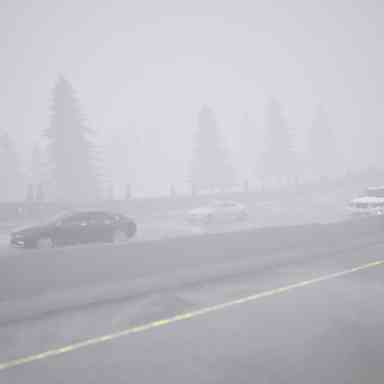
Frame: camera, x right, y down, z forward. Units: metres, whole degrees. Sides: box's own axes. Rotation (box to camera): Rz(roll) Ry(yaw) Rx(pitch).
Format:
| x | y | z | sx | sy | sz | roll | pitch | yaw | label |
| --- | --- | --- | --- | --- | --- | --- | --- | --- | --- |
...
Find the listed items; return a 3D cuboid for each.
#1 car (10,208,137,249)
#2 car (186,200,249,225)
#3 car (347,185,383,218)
| x | y | z | sx | sy | sz | roll | pitch | yaw | label |
| --- | --- | --- | --- | --- | --- | --- | --- | --- | --- |
| -4.646 | 1.461 | 13.571 | 4.892 | 1.490 | 1.837 | -1 | 0 | -35 | car |
| 1.780 | 1.311 | 22.450 | 4.674 | 1.442 | 1.812 | -2 | 1 | -35 | car |
| 12.279 | 0.643 | 21.336 | 5.566 | 2.045 | 2.150 | -4 | 2 | -35 | car |
